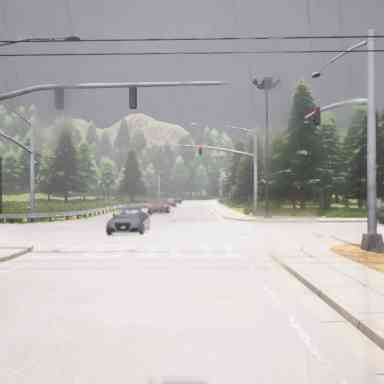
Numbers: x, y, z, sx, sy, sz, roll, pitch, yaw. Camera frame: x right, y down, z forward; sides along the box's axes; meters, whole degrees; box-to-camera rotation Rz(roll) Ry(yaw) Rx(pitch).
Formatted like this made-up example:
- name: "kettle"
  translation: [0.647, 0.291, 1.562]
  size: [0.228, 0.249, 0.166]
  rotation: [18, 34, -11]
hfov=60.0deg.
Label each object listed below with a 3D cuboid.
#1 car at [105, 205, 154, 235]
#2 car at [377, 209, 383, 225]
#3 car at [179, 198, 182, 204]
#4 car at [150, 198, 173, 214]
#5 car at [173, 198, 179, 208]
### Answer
- name: "car"
  translation: [-3.570, 1.648, 19.166]
  size: [1.994, 1.385, 4.181]
  rotation: [0, 0, 0]
- name: "car"
  translation: [14.623, 1.362, 22.123]
  size: [4.553, 1.767, 2.097]
  rotation: [0, 0, 1]
- name: "car"
  translation: [-3.015, 1.792, 67.976]
  size: [1.895, 1.301, 4.718]
  rotation: [0, 0, 2]
- name: "car"
  translation: [-3.530, 1.467, 36.781]
  size: [2.097, 1.767, 4.553]
  rotation: [0, 0, 0]
- name: "car"
  translation: [-3.443, 1.680, 52.451]
  size: [1.812, 1.442, 4.674]
  rotation: [0, 0, 1]
